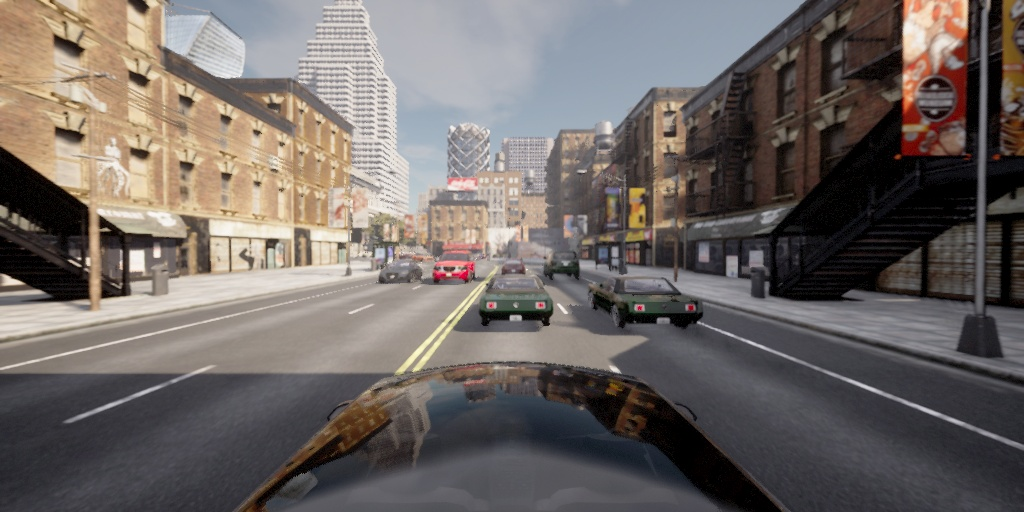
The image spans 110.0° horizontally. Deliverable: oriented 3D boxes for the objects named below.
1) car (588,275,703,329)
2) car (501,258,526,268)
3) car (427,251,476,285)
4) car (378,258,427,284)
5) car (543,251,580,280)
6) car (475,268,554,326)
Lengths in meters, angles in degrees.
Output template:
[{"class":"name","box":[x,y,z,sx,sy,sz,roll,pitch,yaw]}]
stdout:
[{"class":"car","box":[3.602,1.222,10.722,1.895,1.301,4.718,0,1,0]},{"class":"car","box":[0.114,0.889,28.731,1.812,1.442,4.674,0,1,0]},{"class":"car","box":[-3.586,0.663,23.181,2.150,2.045,5.566,0,1,0]},{"class":"car","box":[-7.088,1.005,23.204,1.994,1.385,4.181,0,1,0]},{"class":"car","box":[3.613,0.614,26.714,2.150,2.045,5.566,0,1,0]},{"class":"car","box":[0.103,1.217,11.078,1.895,1.301,4.718,0,1,0]}]
